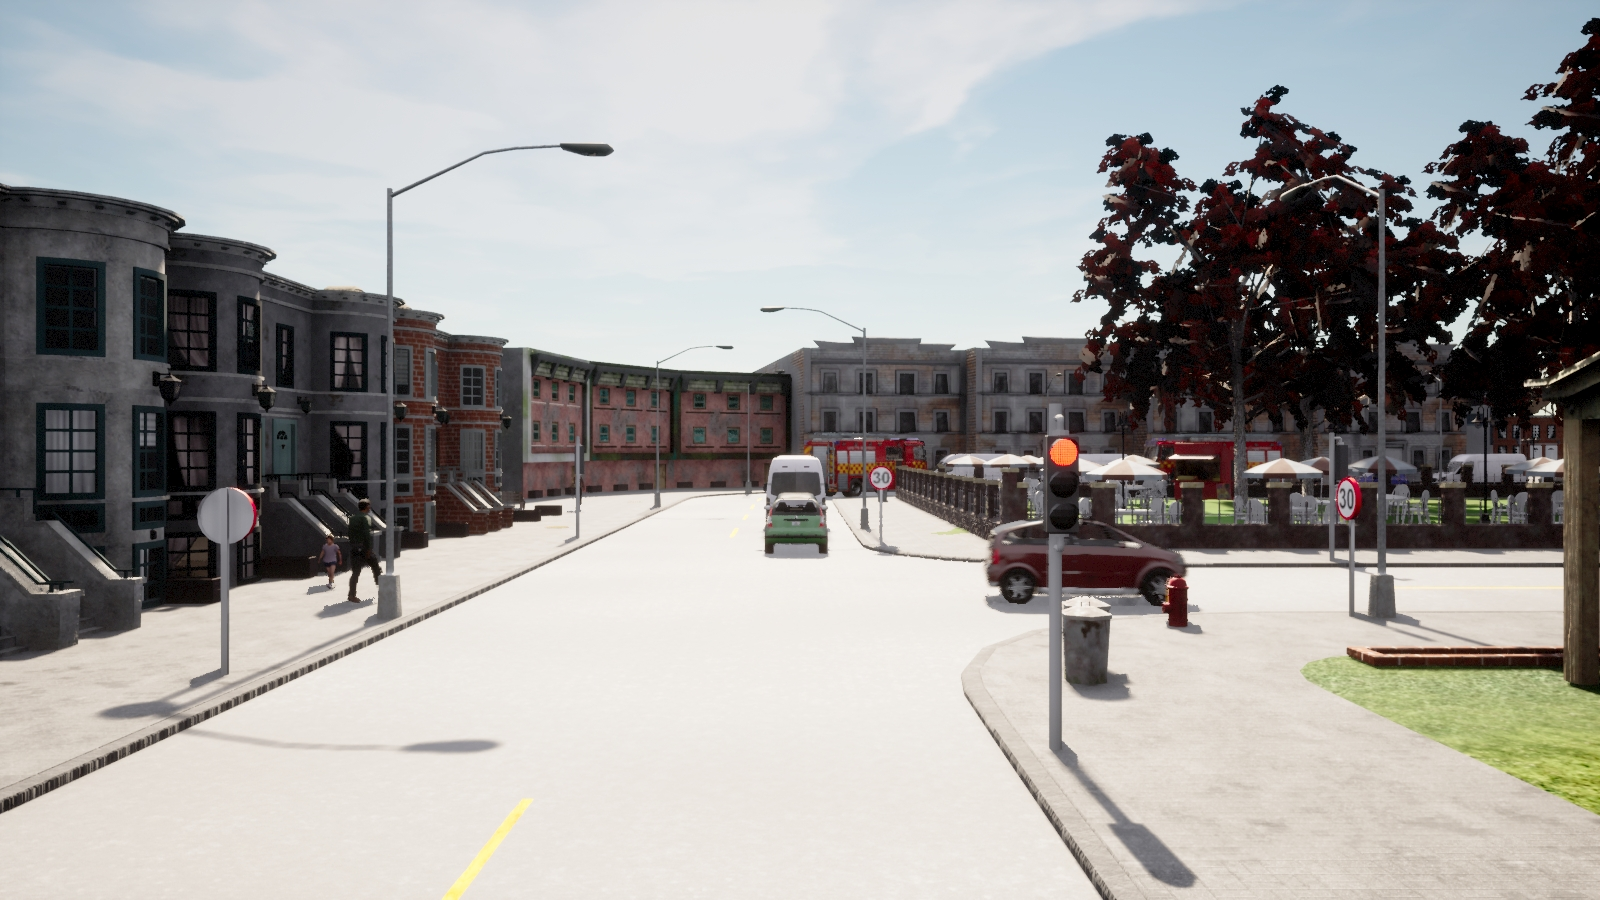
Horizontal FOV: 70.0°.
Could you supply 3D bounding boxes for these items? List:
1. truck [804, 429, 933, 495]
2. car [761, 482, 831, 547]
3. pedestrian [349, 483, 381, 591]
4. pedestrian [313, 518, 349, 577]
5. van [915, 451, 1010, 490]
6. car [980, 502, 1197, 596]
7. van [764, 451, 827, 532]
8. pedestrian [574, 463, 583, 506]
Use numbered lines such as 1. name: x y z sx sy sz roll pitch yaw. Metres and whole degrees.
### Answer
1. truck: 4.295 0.672 70.228 8.468 3.827 2.891 0 0 -43
2. car: -0.119 1.779 32.373 1.851 1.617 3.988 0 0 0
3. pedestrian: -7.674 1.524 20.151 0.375 1.860 0.375 0 0 26
4. pedestrian: -9.161 1.904 22.345 0.500 1.100 0.500 0 0 0
5. van: 10.550 1.314 74.428 5.915 2.561 1.988 0 0 0
6. car: 5.282 1.806 21.321 3.705 1.549 1.789 0 0 6
7. van: -0.147 1.315 39.074 1.988 2.561 5.915 0 0 0
8. pedestrian: -9.750 1.525 50.283 0.375 1.860 0.375 0 0 -5
